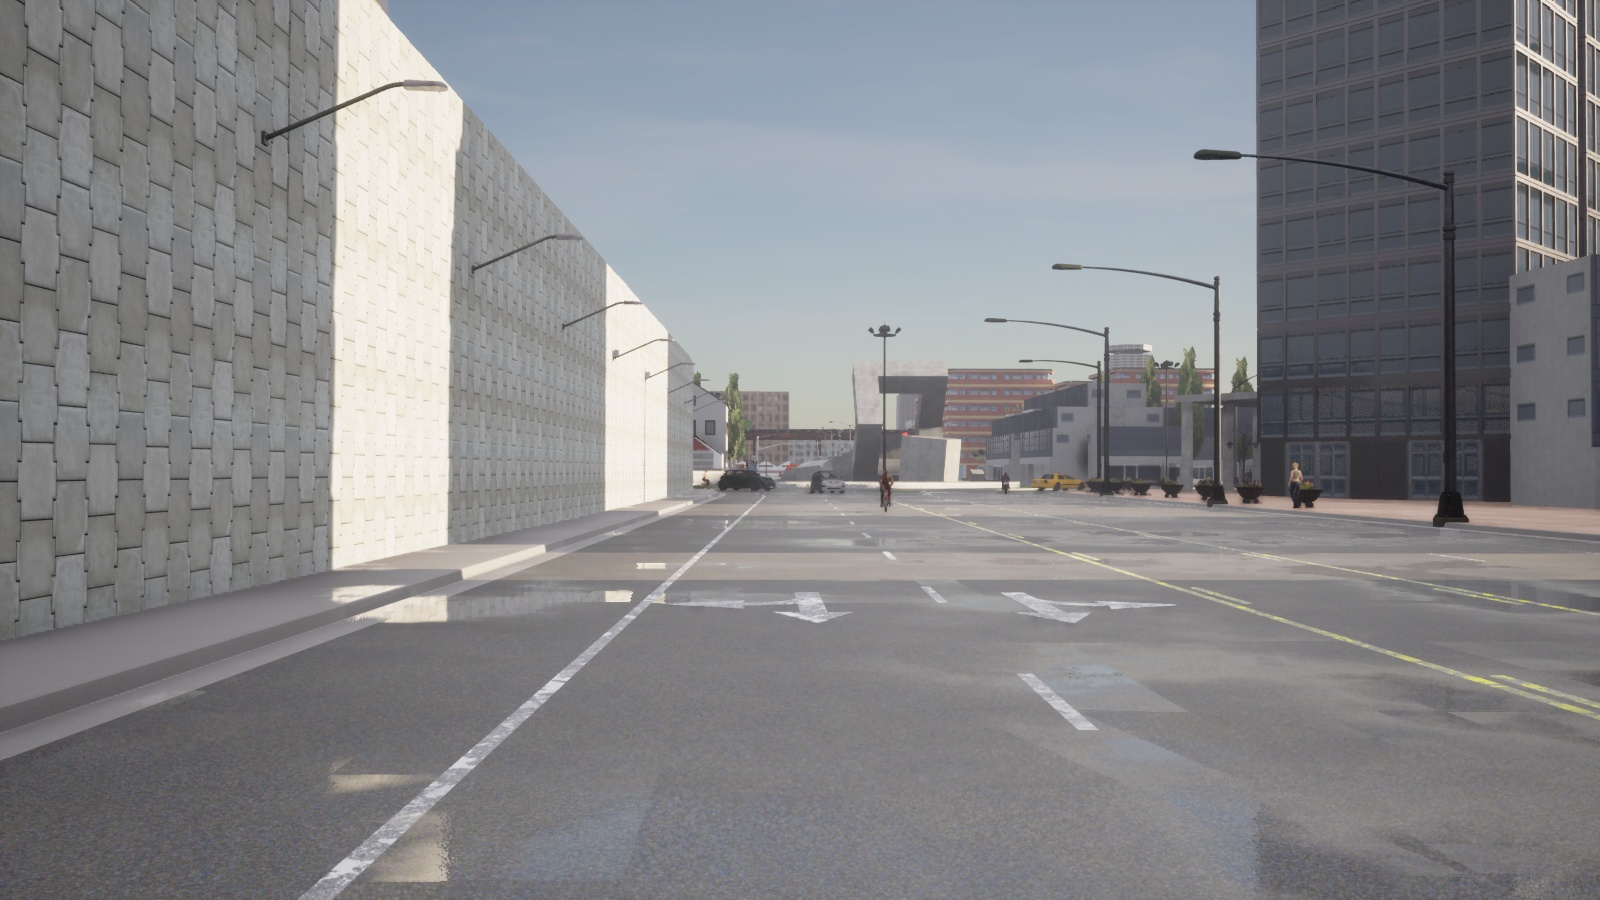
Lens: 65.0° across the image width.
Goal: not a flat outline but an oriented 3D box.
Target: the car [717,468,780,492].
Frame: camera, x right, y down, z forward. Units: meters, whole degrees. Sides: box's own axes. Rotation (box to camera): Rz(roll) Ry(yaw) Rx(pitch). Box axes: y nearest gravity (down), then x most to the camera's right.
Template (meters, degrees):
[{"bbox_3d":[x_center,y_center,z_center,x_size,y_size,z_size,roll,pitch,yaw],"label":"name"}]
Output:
[{"bbox_3d":[-4.031,2.331,98.030,4.553,1.767,2.097,-1,-1,31],"label":"car"}]

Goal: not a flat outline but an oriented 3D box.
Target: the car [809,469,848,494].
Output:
[{"bbox_3d":[1.941,2.157,86.675,1.851,1.617,3.988,0,-1,-12],"label":"car"}]

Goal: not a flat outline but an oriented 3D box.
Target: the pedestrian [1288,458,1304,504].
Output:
[{"bbox_3d":[19.652,1.225,49.785,0.345,1.836,0.594,0,-1,-5],"label":"pedestrian"}]
